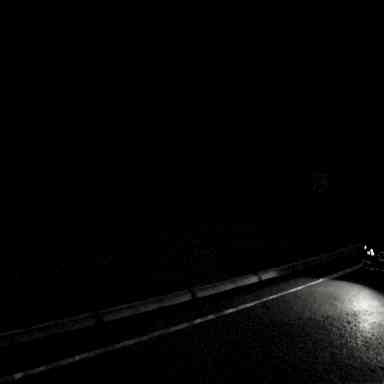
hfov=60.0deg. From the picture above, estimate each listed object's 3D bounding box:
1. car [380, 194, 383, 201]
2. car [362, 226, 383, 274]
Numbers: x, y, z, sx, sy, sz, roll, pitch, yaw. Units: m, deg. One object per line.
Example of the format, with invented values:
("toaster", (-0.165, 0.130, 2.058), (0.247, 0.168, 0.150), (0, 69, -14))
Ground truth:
("car", (26.779, 0.512, 44.022), (1.895, 1.301, 4.718), (-5, -1, 10))
("car", (6.249, 1.264, 8.838), (4.892, 1.490, 1.837), (-3, 1, -41))
